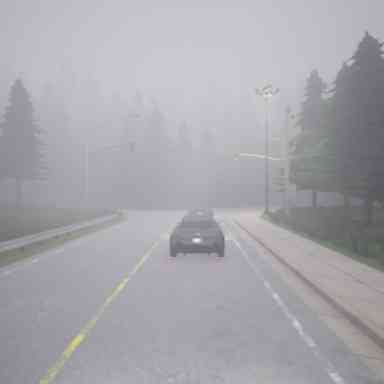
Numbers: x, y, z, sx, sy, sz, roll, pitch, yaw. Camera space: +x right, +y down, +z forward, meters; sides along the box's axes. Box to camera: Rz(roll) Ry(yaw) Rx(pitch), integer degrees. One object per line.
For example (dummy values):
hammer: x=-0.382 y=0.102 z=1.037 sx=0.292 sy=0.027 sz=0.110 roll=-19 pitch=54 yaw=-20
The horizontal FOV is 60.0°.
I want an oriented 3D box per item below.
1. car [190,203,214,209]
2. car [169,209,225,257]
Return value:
car: x=0.775 y=1.579 z=26.834 sx=1.994 sy=1.385 sz=4.181 roll=0 pitch=0 yaw=6
car: x=0.236 y=1.572 z=13.046 sx=1.994 sy=1.385 sz=4.181 roll=0 pitch=0 yaw=2
